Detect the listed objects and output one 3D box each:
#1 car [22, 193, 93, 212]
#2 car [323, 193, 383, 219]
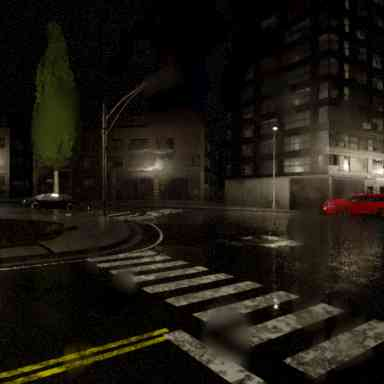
[{"bbox_3d":[-10.602,0.785,26.255,5.357,1.411,2.033,1,0,11],"label":"car"},{"bbox_3d":[14.279,1.146,28.553,5.566,2.045,2.150,1,2,2],"label":"car"}]
